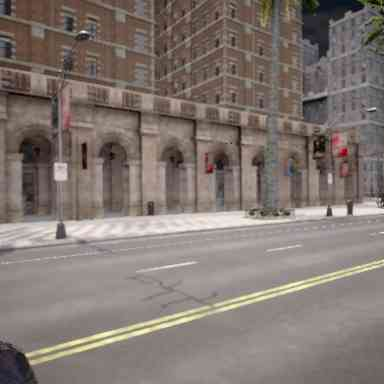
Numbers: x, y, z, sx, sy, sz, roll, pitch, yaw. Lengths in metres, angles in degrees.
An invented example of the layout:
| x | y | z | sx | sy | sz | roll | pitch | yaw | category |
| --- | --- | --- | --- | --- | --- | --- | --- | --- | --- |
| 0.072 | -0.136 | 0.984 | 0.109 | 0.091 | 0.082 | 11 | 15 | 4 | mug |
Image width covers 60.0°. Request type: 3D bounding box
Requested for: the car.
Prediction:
| x | y | z | sx | sy | sz | roll | pitch | yaw | category |
| --- | --- | --- | --- | --- | --- | --- | --- | --- | --- |
| -2.935 | 1.576 | 1.653 | 4.181 | 1.385 | 1.994 | -1 | 0 | -36 | car |
